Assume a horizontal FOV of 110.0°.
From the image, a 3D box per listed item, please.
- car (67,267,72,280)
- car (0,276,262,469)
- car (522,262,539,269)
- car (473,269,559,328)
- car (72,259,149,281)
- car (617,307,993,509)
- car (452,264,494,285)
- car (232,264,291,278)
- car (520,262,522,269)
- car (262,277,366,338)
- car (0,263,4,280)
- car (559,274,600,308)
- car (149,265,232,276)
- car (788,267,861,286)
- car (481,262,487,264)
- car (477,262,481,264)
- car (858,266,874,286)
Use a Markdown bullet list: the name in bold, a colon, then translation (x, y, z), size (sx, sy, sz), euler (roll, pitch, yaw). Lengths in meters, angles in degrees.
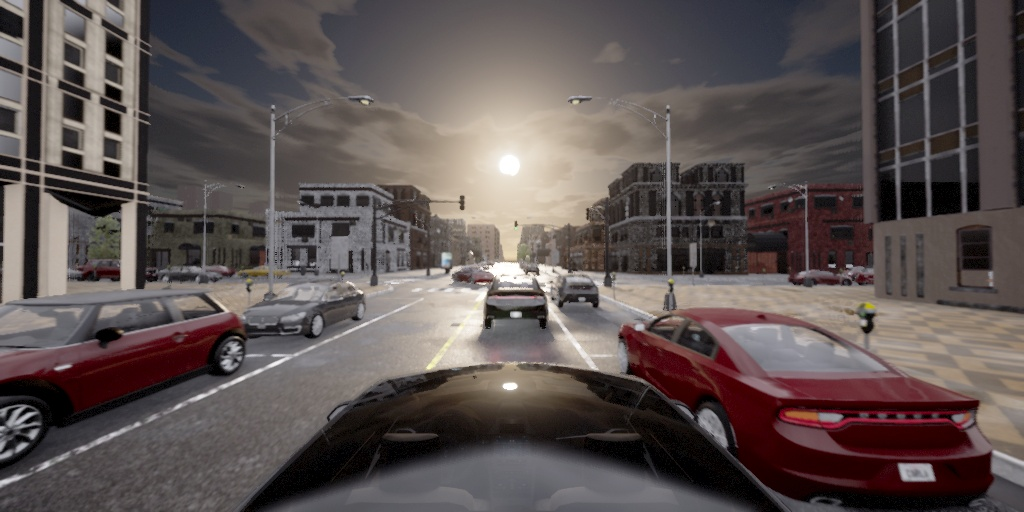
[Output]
- **car**: translation (-36.479, 1.405, 28.582), size (4.403, 1.370, 2.007), euler (0, 0, 1)
- **car**: translation (-5.689, 1.220, 4.630), size (1.967, 1.591, 4.097), euler (0, 0, 0)
- **car**: translation (2.707, 1.799, 48.382), size (1.948, 1.339, 4.313), euler (0, 0, 0)
- **car**: translation (0.104, 1.347, 11.855), size (2.128, 1.511, 4.902), euler (0, -1, 0)
- **car**: translation (-30.942, 1.191, 28.495), size (5.009, 1.841, 2.192), euler (0, 0, 1)
- **car**: translation (2.692, 1.325, 4.610), size (1.888, 1.381, 4.507), euler (0, 0, 0)
- **car**: translation (-3.281, 1.604, 29.771), size (1.994, 1.385, 4.181), euler (1, -1, -38)
- **car**: translation (-25.442, 1.556, 36.789), size (4.829, 1.417, 1.751), euler (0, 0, 1)
- **car**: translation (2.711, 1.930, 59.424), size (1.802, 1.307, 4.207), euler (0, 0, 0)
- **car**: translation (-5.687, 1.390, 10.322), size (2.007, 1.370, 4.403), euler (0, 0, 0)
- **car**: translation (-42.014, 1.378, 28.670), size (4.507, 1.381, 1.888), euler (0, 0, 1)
- **car**: translation (2.696, 1.448, 15.994), size (2.007, 1.370, 4.403), euler (0, 0, 0)
- **car**: translation (-25.406, 1.449, 28.408), size (4.403, 1.370, 2.007), euler (0, 0, 1)
- **car**: translation (23.652, 1.698, 27.598), size (4.207, 1.307, 1.802), euler (0, 0, 1)
- **car**: translation (-5.670, 1.899, 59.441), size (2.007, 1.370, 4.403), euler (0, 0, 0)
- **car**: translation (-5.673, 1.815, 48.398), size (1.802, 1.307, 4.207), euler (0, 0, 0)
- **car**: translation (29.186, 1.583, 27.546), size (4.097, 1.591, 1.967), euler (0, 0, 1)
